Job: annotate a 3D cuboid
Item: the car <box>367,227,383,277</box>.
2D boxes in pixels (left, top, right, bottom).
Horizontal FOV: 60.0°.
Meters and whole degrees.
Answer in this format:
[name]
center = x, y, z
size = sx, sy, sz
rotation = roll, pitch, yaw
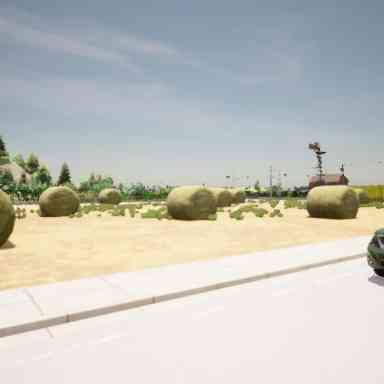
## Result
[car]
center = 7.029, 1.199, 9.019
size = 5.566, 2.045, 2.150
rotation = 0, -1, -35
